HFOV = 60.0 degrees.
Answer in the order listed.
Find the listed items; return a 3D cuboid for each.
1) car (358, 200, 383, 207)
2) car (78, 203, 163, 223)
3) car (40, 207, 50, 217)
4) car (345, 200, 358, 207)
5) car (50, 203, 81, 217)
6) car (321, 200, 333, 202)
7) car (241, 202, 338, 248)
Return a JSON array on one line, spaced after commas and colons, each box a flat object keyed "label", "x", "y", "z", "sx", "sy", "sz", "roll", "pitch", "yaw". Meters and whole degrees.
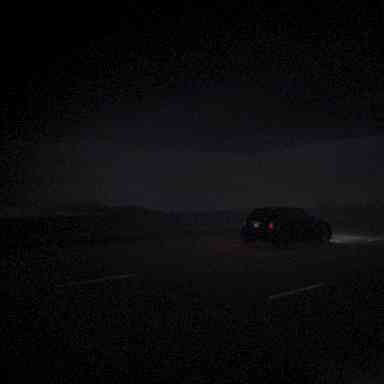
[{"label": "car", "x": 27.090, "y": 1.984, "z": 49.034, "sx": 5.008, "sy": 1.535, "sz": 1.882, "roll": 1, "pitch": 0, "yaw": -35}, {"label": "car", "x": -4.459, "y": 1.642, "z": 22.310, "sx": 5.357, "sy": 1.411, "sz": 2.033, "roll": 1, "pitch": 0, "yaw": -36}, {"label": "car", "x": -11.501, "y": 1.649, "z": 30.183, "sx": 4.181, "sy": 1.385, "sz": 1.994, "roll": 1, "pitch": 0, "yaw": -36}, {"label": "car", "x": 26.260, "y": 2.012, "z": 52.730, "sx": 4.902, "sy": 1.511, "sz": 2.128, "roll": 1, "pitch": 0, "yaw": -35}, {"label": "car", "x": -7.530, "y": 1.684, "z": 24.418, "sx": 4.718, "sy": 1.301, "sz": 1.895, "roll": 1, "pitch": 0, "yaw": -35}, {"label": "car", "x": 21.712, "y": 2.054, "z": 53.800, "sx": 4.181, "sy": 1.385, "sz": 1.994, "roll": 1, "pitch": 0, "yaw": -35}, {"label": "car", "x": 4.490, "y": 1.479, "z": 15.552, "sx": 4.553, "sy": 1.767, "sz": 2.097, "roll": 1, "pitch": 0, "yaw": -35}]
